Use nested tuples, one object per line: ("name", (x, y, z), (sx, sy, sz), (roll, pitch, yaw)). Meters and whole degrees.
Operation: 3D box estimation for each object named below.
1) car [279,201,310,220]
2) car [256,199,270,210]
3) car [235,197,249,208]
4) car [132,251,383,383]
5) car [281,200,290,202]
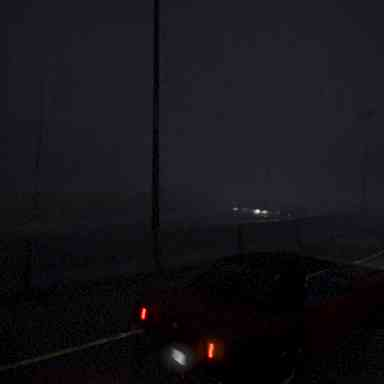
("car", (9.372, 1.806, 30.301), (1.994, 1.385, 4.181), (0, 0, 31))
("car", (10.874, 1.874, 51.160), (2.128, 1.511, 4.902), (0, -1, 15))
("car", (8.266, 1.742, 55.098), (2.097, 1.767, 4.553), (0, 0, 12))
("car", (1.564, 1.642, 5.274), (4.718, 1.301, 1.895), (1, 0, -39))
("car", (13.720, 1.905, 48.468), (1.812, 1.442, 4.674), (0, 0, 16))
